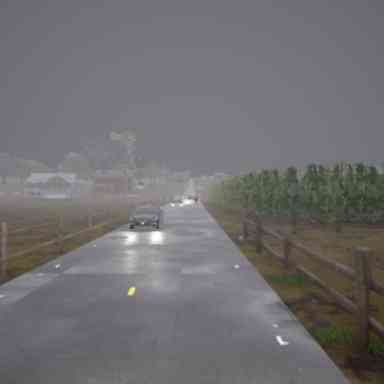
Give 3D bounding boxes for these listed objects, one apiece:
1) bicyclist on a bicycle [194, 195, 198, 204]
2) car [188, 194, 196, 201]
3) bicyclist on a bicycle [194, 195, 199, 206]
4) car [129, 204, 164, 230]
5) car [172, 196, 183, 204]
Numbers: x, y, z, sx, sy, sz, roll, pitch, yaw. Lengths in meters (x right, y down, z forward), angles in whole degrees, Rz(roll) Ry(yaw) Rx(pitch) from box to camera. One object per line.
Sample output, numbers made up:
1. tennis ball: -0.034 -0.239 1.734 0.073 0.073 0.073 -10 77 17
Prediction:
1. bicyclist on a bicycle: 0.746 1.462 63.543 0.866 1.612 1.509 0 0 0
2. car: -0.005 1.401 82.014 2.128 1.511 4.902 0 0 0
3. bicyclist on a bicycle: 0.752 1.423 54.541 0.659 1.776 1.843 0 0 0
4. car: -2.851 1.553 21.633 1.837 1.490 4.892 0 0 0
5. car: -2.767 1.553 63.646 1.812 1.442 4.674 0 0 0
